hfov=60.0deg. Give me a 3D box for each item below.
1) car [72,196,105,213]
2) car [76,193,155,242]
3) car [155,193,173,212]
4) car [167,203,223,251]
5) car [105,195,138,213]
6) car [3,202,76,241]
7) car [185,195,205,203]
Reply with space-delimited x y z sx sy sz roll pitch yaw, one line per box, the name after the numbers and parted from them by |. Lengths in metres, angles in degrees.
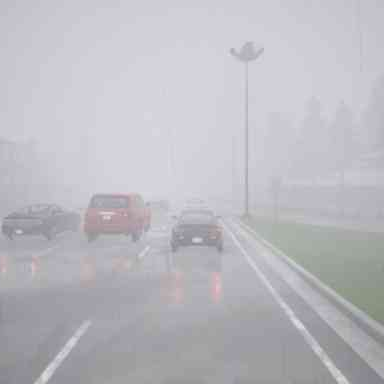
-10.223 1.153 33.114 1.812 1.442 4.674 0 1 0 | car
-3.272 1.045 15.580 2.150 2.045 5.566 0 1 1 | car
-3.224 1.153 33.078 1.812 1.442 4.674 0 1 0 | car
0.192 1.376 13.163 1.812 1.442 4.674 0 1 0 | car
-6.711 1.130 32.086 2.128 1.511 4.902 0 1 0 | car
-6.771 1.316 15.522 2.128 1.511 4.902 0 1 1 | car
0.288 1.256 30.542 1.895 1.301 4.718 0 1 0 | car
